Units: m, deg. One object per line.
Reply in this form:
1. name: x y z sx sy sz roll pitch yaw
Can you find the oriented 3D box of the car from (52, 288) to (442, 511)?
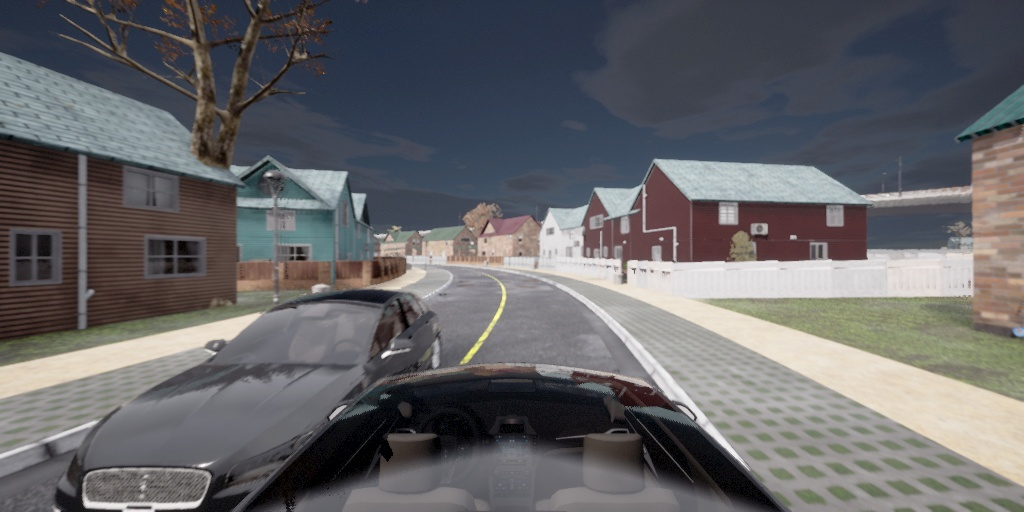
1. car: -2.142 1.237 4.488 1.837 1.490 4.892 0 0 0
